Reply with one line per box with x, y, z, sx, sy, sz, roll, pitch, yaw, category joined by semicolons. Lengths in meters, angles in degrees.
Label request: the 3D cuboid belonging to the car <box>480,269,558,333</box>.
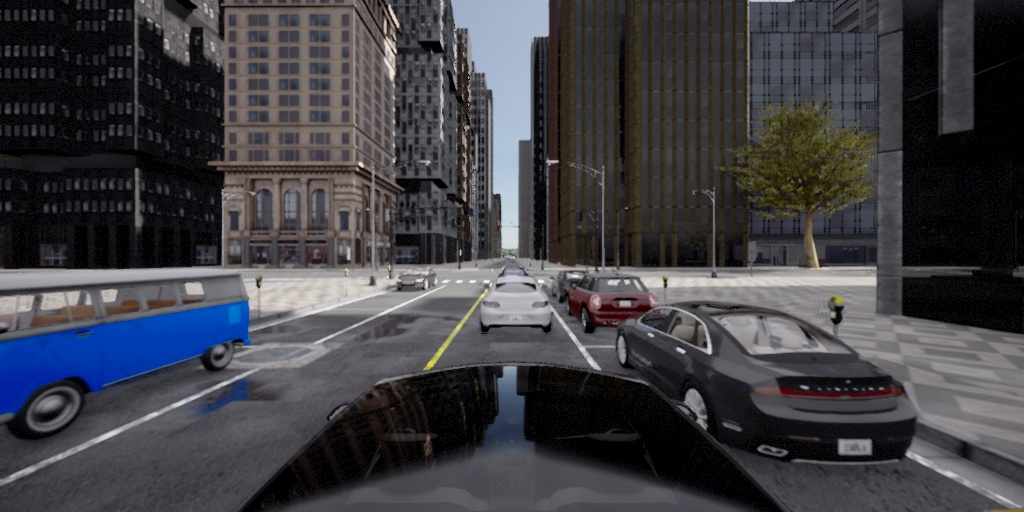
0.108;1.277;10.590;1.812;1.442;4.674;0;0;0;car

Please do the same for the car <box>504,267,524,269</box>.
0.110;1.316;20.085;1.994;1.385;4.181;0;0;0;car

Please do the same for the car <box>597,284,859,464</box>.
2.766;1.301;5.069;2.007;1.370;4.403;0;0;0;car

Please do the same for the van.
-5.759;1.092;5.076;1.690;1.789;3.998;0;0;0;van

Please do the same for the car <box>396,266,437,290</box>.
-5.743;1.303;21.999;2.007;1.370;4.403;0;0;0;car

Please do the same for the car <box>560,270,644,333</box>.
2.772;1.191;10.711;1.967;1.591;4.097;0;0;0;car

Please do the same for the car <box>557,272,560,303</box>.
2.777;1.302;16.351;2.007;1.370;4.403;0;0;0;car
